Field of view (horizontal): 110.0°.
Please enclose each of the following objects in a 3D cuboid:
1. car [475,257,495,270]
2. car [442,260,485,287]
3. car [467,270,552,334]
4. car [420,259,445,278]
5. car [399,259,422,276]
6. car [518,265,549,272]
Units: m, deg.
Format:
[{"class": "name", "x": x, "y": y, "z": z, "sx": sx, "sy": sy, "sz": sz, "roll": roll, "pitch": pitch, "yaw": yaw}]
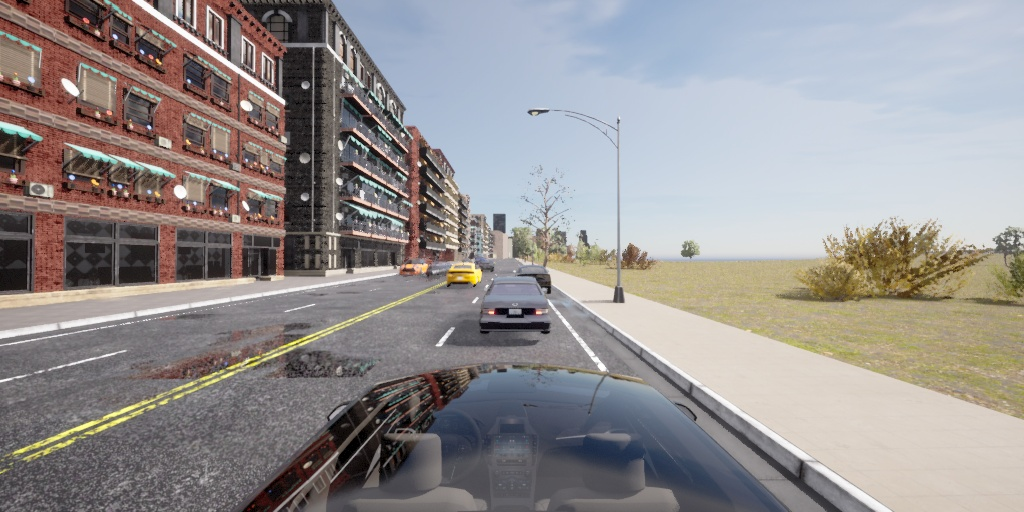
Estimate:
[{"class": "car", "x": -3.217, "y": 1.240, "z": 45.807, "sx": 2.128, "sy": 1.511, "sz": 4.902, "roll": 0, "pitch": 0, "yaw": 0}, {"class": "car", "x": -3.184, "y": 1.230, "z": 24.460, "sx": 1.882, "sy": 1.535, "sz": 5.008, "roll": 0, "pitch": 0, "yaw": 0}, {"class": "car", "x": 0.089, "y": 1.299, "z": 10.597, "sx": 2.033, "sy": 1.411, "sz": 5.357, "roll": 0, "pitch": 0, "yaw": 0}, {"class": "car", "x": -6.648, "y": 1.244, "z": 33.325, "sx": 2.128, "sy": 1.511, "sz": 4.902, "roll": 0, "pitch": 0, "yaw": 0}, {"class": "car", "x": -9.903, "y": 1.104, "z": 36.513, "sx": 2.097, "sy": 1.767, "sz": 4.553, "roll": 0, "pitch": 0, "yaw": 0}, {"class": "car", "x": 1.109, "y": 1.230, "z": 20.361, "sx": 1.882, "sy": 1.535, "sz": 5.008, "roll": 0, "pitch": 0, "yaw": 0}]
